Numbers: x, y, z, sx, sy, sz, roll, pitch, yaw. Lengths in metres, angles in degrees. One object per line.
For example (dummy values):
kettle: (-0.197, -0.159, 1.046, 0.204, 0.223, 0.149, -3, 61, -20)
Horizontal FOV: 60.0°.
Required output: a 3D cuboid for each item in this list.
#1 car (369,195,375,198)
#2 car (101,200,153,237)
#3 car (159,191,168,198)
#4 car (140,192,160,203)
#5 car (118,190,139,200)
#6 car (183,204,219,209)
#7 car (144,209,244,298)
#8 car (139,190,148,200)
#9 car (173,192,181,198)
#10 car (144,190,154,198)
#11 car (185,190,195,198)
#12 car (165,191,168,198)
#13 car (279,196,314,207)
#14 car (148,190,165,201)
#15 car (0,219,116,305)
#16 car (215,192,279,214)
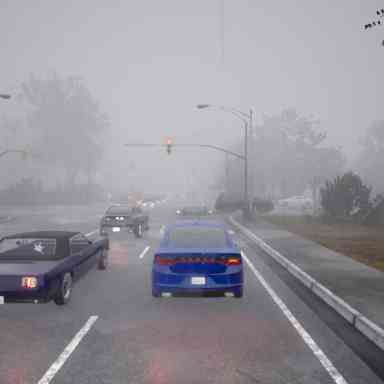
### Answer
car: (22.488, 1.174, 43.265, 4.892, 1.490, 1.837, 0, 1, -3)
car: (-3.370, 1.402, 17.237, 1.837, 1.490, 4.892, 0, 0, 0)
car: (-7.284, 0.571, 84.521, 2.097, 1.767, 4.553, 0, 1, -3)
car: (-6.995, 1.127, 55.454, 1.994, 1.385, 4.181, 0, 1, 0)
car: (-10.524, 0.930, 53.845, 2.097, 1.767, 4.553, 0, 0, 1)
car: (0.130, 1.458, 17.513, 1.994, 1.385, 4.181, 0, 0, 0)
car: (0.116, 1.446, 8.531, 1.882, 1.535, 5.008, 0, 0, 0)
car: (-10.449, 0.709, 63.428, 2.150, 2.045, 5.566, 0, 1, 0)
car: (-3.839, 0.741, 85.603, 2.033, 1.411, 5.357, 0, 1, -4)
car: (-10.774, 0.445, 84.223, 2.150, 2.045, 5.566, 0, 1, -3)
car: (-0.322, 0.419, 85.404, 2.150, 2.045, 5.566, 0, 1, -4)
car: (-6.968, 0.957, 74.287, 1.895, 1.301, 4.718, 0, 1, -1)
car: (13.299, 1.200, 42.760, 4.674, 1.442, 1.812, 0, 1, -3)
car: (-6.951, 0.956, 64.262, 1.882, 1.535, 5.008, 0, 1, 0)
car: (-3.385, 1.573, 7.986, 1.895, 1.301, 4.718, 0, 0, 0)
car: (4.915, 0.993, 31.583, 5.566, 2.045, 2.150, 0, 1, -3)
